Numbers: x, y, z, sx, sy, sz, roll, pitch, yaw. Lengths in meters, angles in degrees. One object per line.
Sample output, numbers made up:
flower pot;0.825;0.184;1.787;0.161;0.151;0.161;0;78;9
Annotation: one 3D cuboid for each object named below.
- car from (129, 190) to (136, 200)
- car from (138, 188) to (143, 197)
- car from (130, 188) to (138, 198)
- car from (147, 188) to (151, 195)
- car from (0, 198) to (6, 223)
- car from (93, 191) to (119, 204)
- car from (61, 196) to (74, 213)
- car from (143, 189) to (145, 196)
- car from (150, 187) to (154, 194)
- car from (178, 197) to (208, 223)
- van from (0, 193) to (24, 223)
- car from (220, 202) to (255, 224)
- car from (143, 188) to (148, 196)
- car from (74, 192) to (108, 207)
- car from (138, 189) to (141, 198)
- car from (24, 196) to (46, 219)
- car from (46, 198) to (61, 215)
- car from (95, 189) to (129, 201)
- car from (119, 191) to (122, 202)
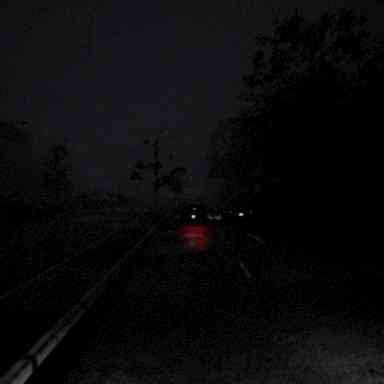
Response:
car;-13.696;0.859;61.226;5.366;1.575;1.946;-1;1;-20
car;-13.900;0.492;73.161;4.553;1.767;2.185;-1;1;-20
car;-13.896;0.560;64.148;5.566;2.045;2.435;-1;1;-20
car;-13.841;0.342;85.189;4.792;1.488;2.163;-1;1;-20
car;-13.863;1.337;19.187;4.892;1.521;2.231;-1;1;-20
car;-14.040;1.034;49.080;5.366;1.575;1.946;-1;1;-20
car;-13.843;1.246;31.152;4.792;1.488;2.163;-1;0;-20
car;-13.870;0.585;76.175;4.674;1.452;2.002;-1;1;-20
car;-13.846;-0.014;88.184;5.566;2.045;2.435;-1;1;-20
car;0.086;1.303;23.491;1.837;1.490;4.892;0;0;0
van;-13.980;1.082;22.124;4.442;1.987;1.878;-1;1;-20
car;3.086;1.370;22.921;1.994;1.385;4.181;0;1;0
car;-13.860;0.469;79.174;5.008;1.535;2.097;-1;2;-20
car;-13.843;1.126;43.157;4.792;1.488;2.163;-1;0;-20
car;-13.870;0.730;70.177;4.674;1.452;2.002;-1;1;-20
car;-13.841;1.150;25.160;4.553;1.767;2.185;-1;1;-20
car;-13.864;1.287;28.134;4.674;1.452;2.002;-1;1;-20
car;-13.846;0.710;55.169;5.566;2.045;2.435;-1;0;-20
car;-13.873;1.038;52.154;4.674;1.452;2.002;-1;0;-20
